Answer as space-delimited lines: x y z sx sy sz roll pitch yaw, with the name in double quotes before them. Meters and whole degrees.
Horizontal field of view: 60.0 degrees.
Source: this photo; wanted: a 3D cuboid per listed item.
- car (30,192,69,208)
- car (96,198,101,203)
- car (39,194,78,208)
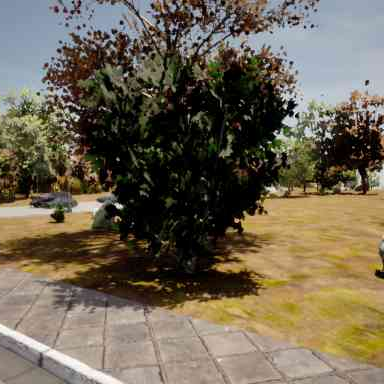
"car" -19.391 1.049 46.048 2.150 2.045 5.566 0 2 38
"car" -12.905 0.971 54.044 2.033 1.411 5.357 0 3 39
"car" -17.066 1.400 43.348 1.994 1.385 4.181 0 2 39
